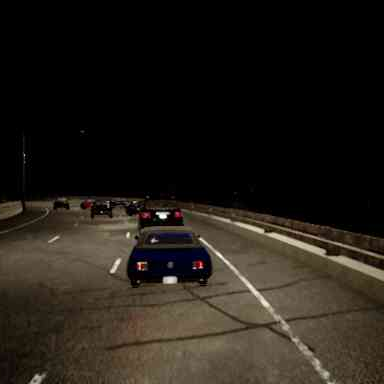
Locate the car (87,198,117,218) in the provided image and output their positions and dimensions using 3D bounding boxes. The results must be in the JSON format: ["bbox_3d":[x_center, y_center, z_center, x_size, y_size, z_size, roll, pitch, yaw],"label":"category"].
[{"bbox_3d":[-8.567,1.558,31.365,2.128,1.511,4.902,0,0,-17],"label":"car"}]

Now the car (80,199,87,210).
[{"bbox_3d":[-13.845,1.661,44.960,1.994,1.385,4.181,0,0,-26],"label":"car"}]

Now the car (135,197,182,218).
[{"bbox_3d":[-1.876,1.261,18.458,2.150,2.045,5.566,0,0,-11],"label":"car"}]

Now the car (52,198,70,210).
[{"bbox_3d":[-17.561,1.591,44.663,2.128,1.511,4.902,0,0,-25],"label":"car"}]

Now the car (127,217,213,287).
[{"bbox_3d":[-0.682,1.620,9.397,1.895,1.301,4.718,0,0,-5],"label":"car"}]

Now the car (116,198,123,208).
[{"bbox_3d":[-10.076,1.587,45.123,2.128,1.511,4.902,0,0,-25],"label":"car"}]

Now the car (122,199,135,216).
[{"bbox_3d":[-5.468,1.631,33.140,1.994,1.385,4.181,0,0,-17],"label":"car"}]
